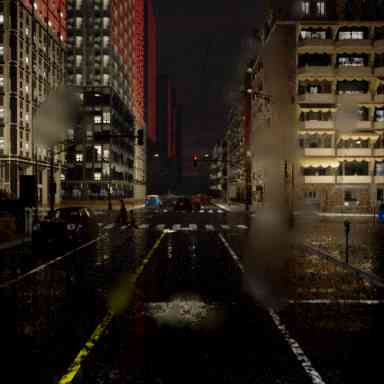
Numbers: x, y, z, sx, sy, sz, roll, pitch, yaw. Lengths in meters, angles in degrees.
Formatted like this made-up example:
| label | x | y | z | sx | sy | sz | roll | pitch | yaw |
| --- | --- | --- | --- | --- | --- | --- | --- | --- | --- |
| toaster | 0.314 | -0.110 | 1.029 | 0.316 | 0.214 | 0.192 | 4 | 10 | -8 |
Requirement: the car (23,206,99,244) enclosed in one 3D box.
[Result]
| label | x | y | z | sx | sy | sz | roll | pitch | yaw |
| --- | --- | --- | --- | --- | --- | --- | --- | --- | --- |
| car | -5.710 | 1.441 | 15.405 | 1.967 | 1.590 | 4.097 | 0 | 0 | 0 |

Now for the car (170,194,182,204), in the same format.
| label | x | y | z | sx | sy | sz | roll | pitch | yaw |
| --- | --- | --- | --- | --- | --- | --- | --- | --- | --- |
| car | -3.120 | 1.374 | 65.702 | 2.097 | 1.767 | 4.553 | 0 | 0 | 0 |

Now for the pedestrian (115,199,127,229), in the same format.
| label | x | y | z | sx | sy | sz | roll | pitch | yaw |
| --- | --- | --- | --- | --- | --- | --- | --- | --- | --- |
| pedestrian | -4.270 | 1.296 | 20.141 | 0.375 | 1.860 | 0.375 | 0 | 0 | 0 |

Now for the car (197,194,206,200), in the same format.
| label | x | y | z | sx | sy | sz | roll | pitch | yaw |
| --- | --- | --- | --- | --- | --- | --- | --- | --- | --- |
| car | 2.573 | 1.359 | 92.298 | 2.192 | 1.841 | 5.009 | 0 | 0 | 0 |

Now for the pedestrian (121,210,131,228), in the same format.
| label | x | y | z | sx | sy | sz | roll | pitch | yaw |
| --- | --- | --- | --- | --- | --- | --- | --- | --- | --- |
| pedestrian | -4.099 | 1.677 | 20.742 | 0.500 | 1.100 | 0.500 | 0 | 0 | 0 |

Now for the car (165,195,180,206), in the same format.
| label | x | y | z | sx | sy | sz | roll | pitch | yaw |
| --- | --- | --- | --- | --- | --- | --- | --- | --- | --- |
| car | -3.155 | 1.367 | 54.927 | 2.097 | 1.767 | 4.553 | 0 | 0 | 0 |

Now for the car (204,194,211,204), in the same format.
| label | x | y | z | sx | sy | sz | roll | pitch | yaw |
| --- | --- | --- | --- | --- | --- | --- | --- | --- | --- |
| car | 2.608 | 1.336 | 64.544 | 2.192 | 1.841 | 5.009 | 0 | 0 | 0 |

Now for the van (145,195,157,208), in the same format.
| label | x | y | z | sx | sy | sz | roll | pitch | yaw |
| --- | --- | --- | --- | --- | --- | --- | --- | --- | --- |
| van | -5.751 | 1.352 | 47.879 | 1.690 | 1.788 | 3.998 | 0 | 0 | 0 |

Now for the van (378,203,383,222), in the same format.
| label | x | y | z | sx | sy | sz | roll | pitch | yaw |
| --- | --- | --- | --- | --- | --- | --- | --- | --- | --- |
| van | 16.897 | 1.706 | 26.167 | 3.998 | 1.788 | 1.690 | 1 | -1 | 0 |

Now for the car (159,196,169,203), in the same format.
| label | x | y | z | sx | sy | sz | roll | pitch | yaw |
| --- | --- | --- | --- | --- | --- | --- | --- | --- | --- |
| car | -5.778 | 1.550 | 69.913 | 1.752 | 1.417 | 4.829 | 0 | 0 | 0 |

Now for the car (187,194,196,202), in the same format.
| label | x | y | z | sx | sy | sz | roll | pitch | yaw |
| --- | --- | --- | --- | --- | --- | --- | --- | --- | --- |
| car | -0.094 | 1.378 | 77.318 | 2.097 | 1.767 | 4.553 | 0 | 0 | 0 |

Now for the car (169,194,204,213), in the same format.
| label | x | y | z | sx | sy | sz | roll | pitch | yaw |
| --- | --- | --- | --- | --- | --- | --- | --- | --- | --- |
| car | -0.519 | 1.361 | 38.176 | 2.097 | 1.767 | 4.553 | 0 | 0 | 17 |

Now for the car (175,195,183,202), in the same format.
| label | x | y | z | sx | sy | sz | roll | pitch | yaw |
| --- | --- | --- | --- | --- | --- | --- | --- | --- | --- |
| car | -3.099 | 1.496 | 80.528 | 1.882 | 1.535 | 5.008 | 0 | 0 | 0 |

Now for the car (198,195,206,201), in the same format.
| label | x | y | z | sx | sy | sz | roll | pitch | yaw |
| --- | --- | --- | --- | --- | --- | --- | --- | --- | --- |
| car | 2.581 | 1.589 | 86.747 | 2.008 | 1.369 | 4.403 | 0 | 0 | 0 |

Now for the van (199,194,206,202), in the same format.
| label | x | y | z | sx | sy | sz | roll | pitch | yaw |
| --- | --- | --- | --- | --- | --- | --- | --- | --- | --- |
| van | 2.587 | 1.375 | 81.197 | 1.690 | 1.788 | 3.998 | 0 | 0 | 0 |

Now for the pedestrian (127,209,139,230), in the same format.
| label | x | y | z | sx | sy | sz | roll | pitch | yaw |
| --- | --- | --- | --- | --- | --- | --- | --- | --- | --- |
| pedestrian | -3.431 | 1.575 | 19.501 | 0.375 | 1.300 | 0.375 | 0 | 0 | 0 |

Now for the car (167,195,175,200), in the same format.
| label | x | y | z | sx | sy | sz | roll | pitch | yaw |
| --- | --- | --- | --- | --- | --- | --- | --- | --- | --- |
| car | -5.807 | 1.569 | 92.116 | 1.752 | 1.417 | 4.829 | 0 | 0 | 0 |

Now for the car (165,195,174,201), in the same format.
| label | x | y | z | sx | sy | sz | roll | pitch | yaw |
| --- | --- | --- | --- | --- | --- | --- | --- | --- | --- |
| car | -5.800 | 1.479 | 86.735 | 1.967 | 1.590 | 4.097 | 0 | 0 | 0 |

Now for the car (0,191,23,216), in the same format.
| label | x | y | z | sx | sy | sz | roll | pitch | yaw |
| --- | --- | --- | --- | --- | --- | --- | --- | --- | --- |
| car | -16.467 | 0.939 | 28.766 | 5.566 | 2.045 | 2.150 | 1 | 0 | -1 |

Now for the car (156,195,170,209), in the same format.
| label | x | y | z | sx | sy | sz | roll | pitch | yaw |
| --- | --- | --- | --- | --- | --- | --- | --- | --- | --- |
| car | -3.186 | 1.361 | 45.152 | 2.097 | 1.767 | 4.553 | 0 | 0 | 1 |

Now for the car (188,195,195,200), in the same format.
| label | x | y | z | sx | sy | sz | roll | pitch | yaw |
| --- | --- | --- | --- | --- | --- | --- | --- | --- | --- |
| car | -0.107 | 1.442 | 87.388 | 1.994 | 1.385 | 4.181 | 0 | 0 | 0 |
